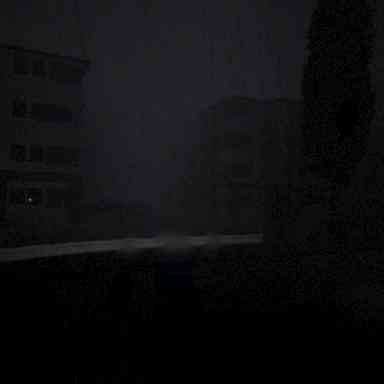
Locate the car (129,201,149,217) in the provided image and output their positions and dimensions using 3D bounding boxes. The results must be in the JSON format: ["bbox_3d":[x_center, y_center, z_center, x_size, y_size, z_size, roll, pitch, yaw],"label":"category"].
[{"bbox_3d":[-5.389,1.531,31.991,1.853,1.218,4.536,2,0,3],"label":"car"}]

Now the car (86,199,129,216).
[{"bbox_3d":[-8.038,1.360,31.104,3.633,1.501,1.845,2,0,-15],"label":"car"}]

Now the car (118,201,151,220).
[{"bbox_3d":[-5.390,1.689,32.042,2.038,1.542,4.974,2,0,3],"label":"car"}]
